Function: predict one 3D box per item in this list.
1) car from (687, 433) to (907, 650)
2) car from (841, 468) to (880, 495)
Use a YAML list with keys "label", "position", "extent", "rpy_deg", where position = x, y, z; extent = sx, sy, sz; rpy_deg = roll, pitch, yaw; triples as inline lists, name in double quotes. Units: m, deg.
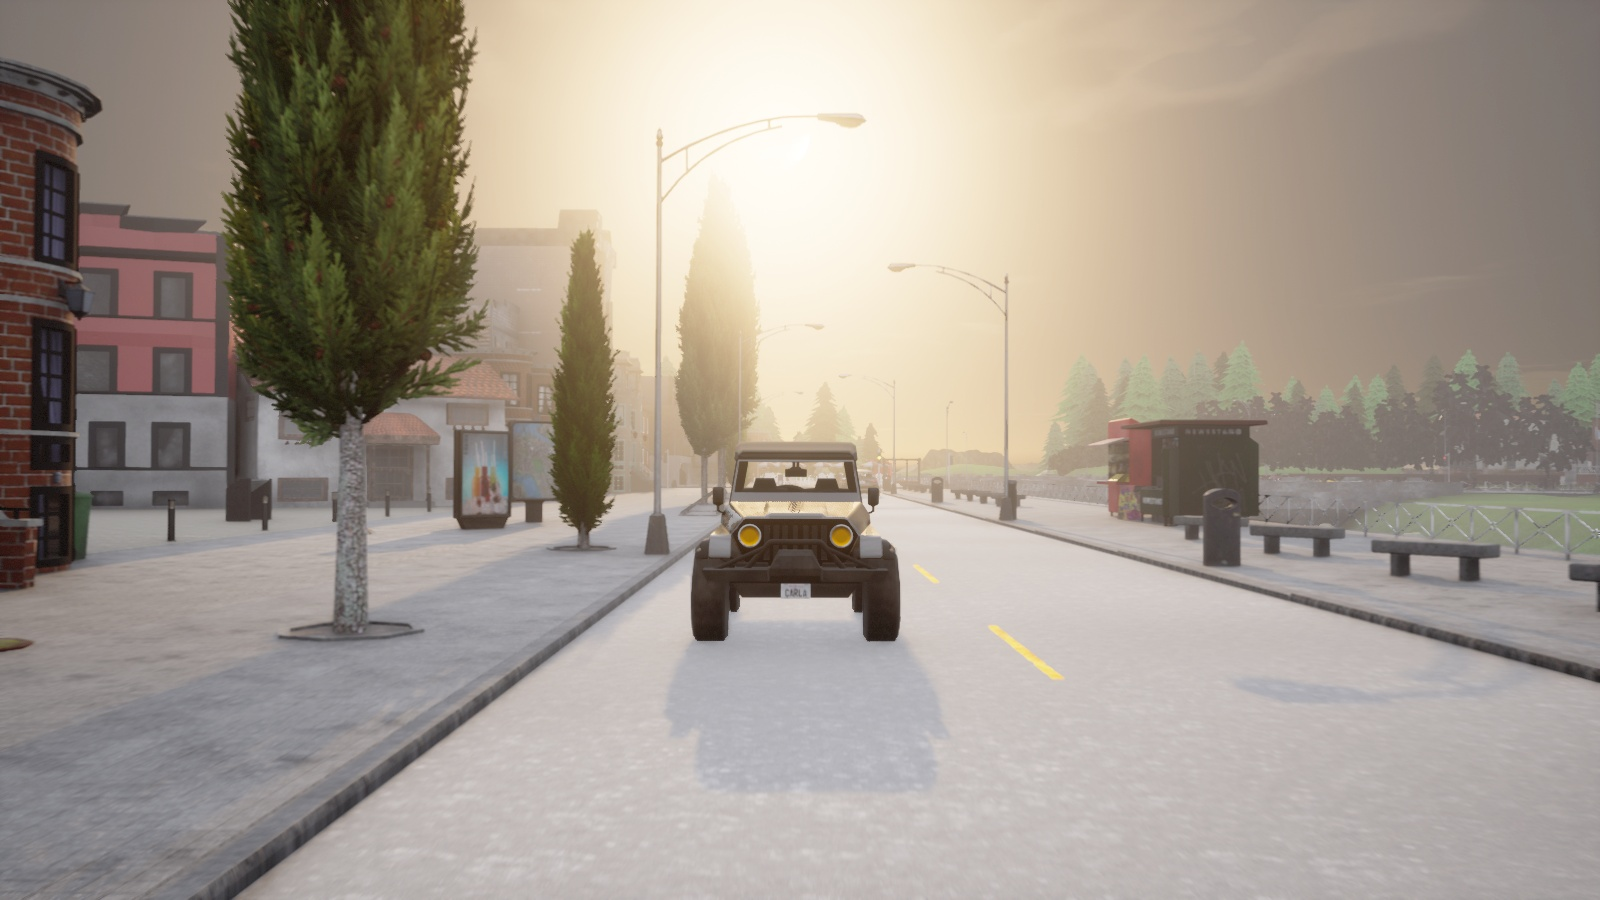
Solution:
- label: "car"
  position: [-0.034, 0.826, 12.859]
  extent: [1.905, 1.878, 3.866]
  rpy_deg: [0, -1, 0]
- label: "car"
  position: [3.794, 1.968, 79.117]
  extent: [2.242, 1.667, 4.611]
  rpy_deg: [0, -1, 0]
